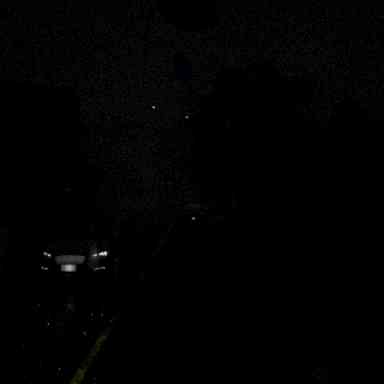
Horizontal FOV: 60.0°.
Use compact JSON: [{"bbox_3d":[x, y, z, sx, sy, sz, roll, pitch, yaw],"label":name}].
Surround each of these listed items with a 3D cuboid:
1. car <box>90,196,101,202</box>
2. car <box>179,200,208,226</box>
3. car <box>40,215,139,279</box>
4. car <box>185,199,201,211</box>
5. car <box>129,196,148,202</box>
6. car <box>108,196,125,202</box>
[{"bbox_3d":[-24.190,1.691,82.303,4.206,1.307,1.802,0,1,0],"label":"car"},{"bbox_3d":[0.094,1.498,23.340,1.882,1.535,5.008,0,0,0],"label":"car"},{"bbox_3d":[-2.819,1.495,10.119,2.128,1.511,4.902,0,0,1],"label":"car"},{"bbox_3d":[0.090,1.676,43.086,1.994,1.385,4.181,0,0,0],"label":"car"},{"bbox_3d":[-13.279,1.701,82.369,4.829,1.417,1.752,0,1,0],"label":"car"},{"bbox_3d":[-18.649,1.583,82.335,4.097,1.590,1.967,0,1,0],"label":"car"}]
